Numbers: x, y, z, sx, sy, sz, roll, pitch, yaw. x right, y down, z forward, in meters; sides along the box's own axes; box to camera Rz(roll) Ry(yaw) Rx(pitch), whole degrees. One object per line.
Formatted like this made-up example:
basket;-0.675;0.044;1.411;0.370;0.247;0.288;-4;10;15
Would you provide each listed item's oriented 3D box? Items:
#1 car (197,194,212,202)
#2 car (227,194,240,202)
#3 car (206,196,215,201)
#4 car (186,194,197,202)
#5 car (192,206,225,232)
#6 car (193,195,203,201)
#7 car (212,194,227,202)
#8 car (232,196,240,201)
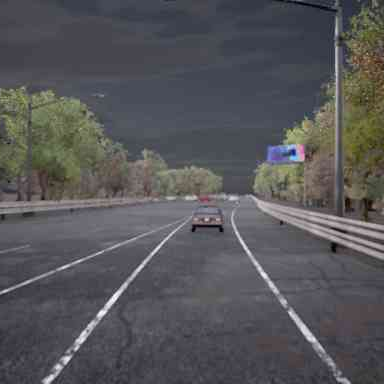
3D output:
car;3.391;1.473;82.159;2.150;2.045;5.566;0;0;10
car;10.288;1.488;80.967;2.150;2.045;5.566;0;0;10
car;5.165;1.739;92.427;1.895;1.301;4.718;0;0;10
car;-0.058;1.465;82.756;2.150;2.045;5.566;0;0;10
car;1.010;1.548;20.323;2.033;1.411;5.357;0;0;5
car;1.712;1.661;92.994;2.128;1.511;4.902;0;0;10
car;6.834;1.780;81.532;2.128;1.511;4.902;0;0;10
car;12.064;1.755;91.234;1.895;1.301;4.718;0;0;10
